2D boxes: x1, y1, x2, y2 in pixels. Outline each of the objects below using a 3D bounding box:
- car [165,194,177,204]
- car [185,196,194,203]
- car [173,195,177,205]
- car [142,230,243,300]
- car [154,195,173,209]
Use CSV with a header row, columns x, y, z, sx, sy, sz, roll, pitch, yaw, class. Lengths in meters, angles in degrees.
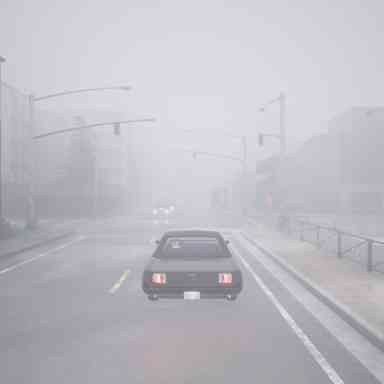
x,y,z,sx,sy,sz,roll,pitch,yaw,class
-3.992,1.352,63.744,2.097,1.767,4.553,0,0,0,car
-0.461,1.491,66.584,2.128,1.511,4.902,0,0,0,car
-3.962,1.601,53.575,1.895,1.301,4.718,0,0,0,car
0.009,1.601,8.302,1.895,1.301,4.718,0,0,0,car
-3.905,1.505,44.310,1.837,1.490,4.892,0,0,0,car
